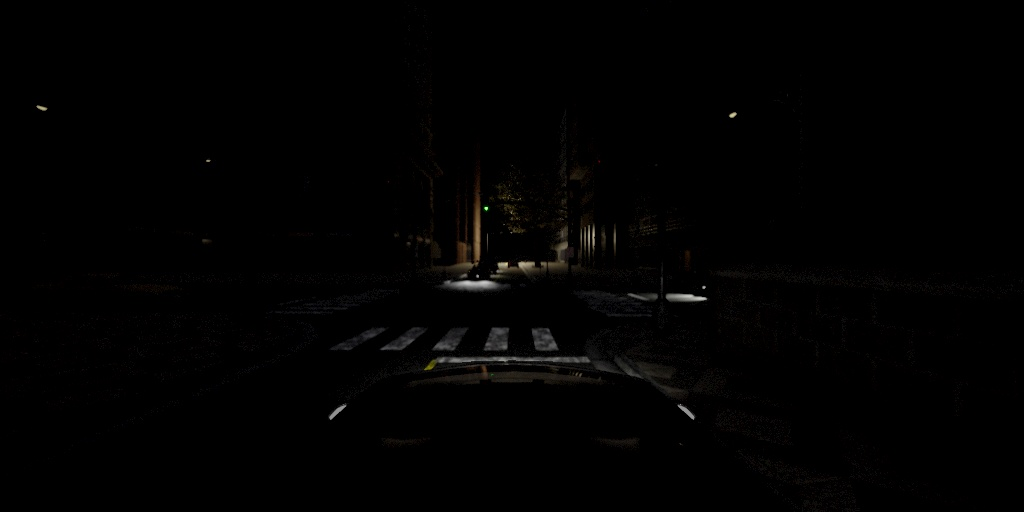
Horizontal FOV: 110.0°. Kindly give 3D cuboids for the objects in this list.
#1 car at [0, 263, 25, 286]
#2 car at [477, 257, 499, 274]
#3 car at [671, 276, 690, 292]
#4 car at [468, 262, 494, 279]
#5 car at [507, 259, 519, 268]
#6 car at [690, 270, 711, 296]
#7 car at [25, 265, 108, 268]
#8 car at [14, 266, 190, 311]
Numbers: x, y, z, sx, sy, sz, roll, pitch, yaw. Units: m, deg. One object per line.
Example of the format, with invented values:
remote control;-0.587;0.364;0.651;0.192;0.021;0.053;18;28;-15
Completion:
car;-31.890;1.104;22.057;4.507;1.381;1.888;0;0;0
car;-3.023;1.106;43.804;2.150;2.045;5.566;0;0;-1
car;11.960;1.513;21.713;4.403;1.370;2.007;0;0;0
car;-3.040;1.486;33.988;1.895;1.301;4.718;0;0;0
car;0.212;1.381;62.321;1.812;1.442;4.674;0;0;0
car;12.193;1.511;19.054;4.181;1.385;1.994;0;0;0
car;-26.273;1.196;22.013;4.313;1.339;1.948;0;0;0
car;-14.919;1.222;13.398;4.829;1.417;1.751;0;0;0
